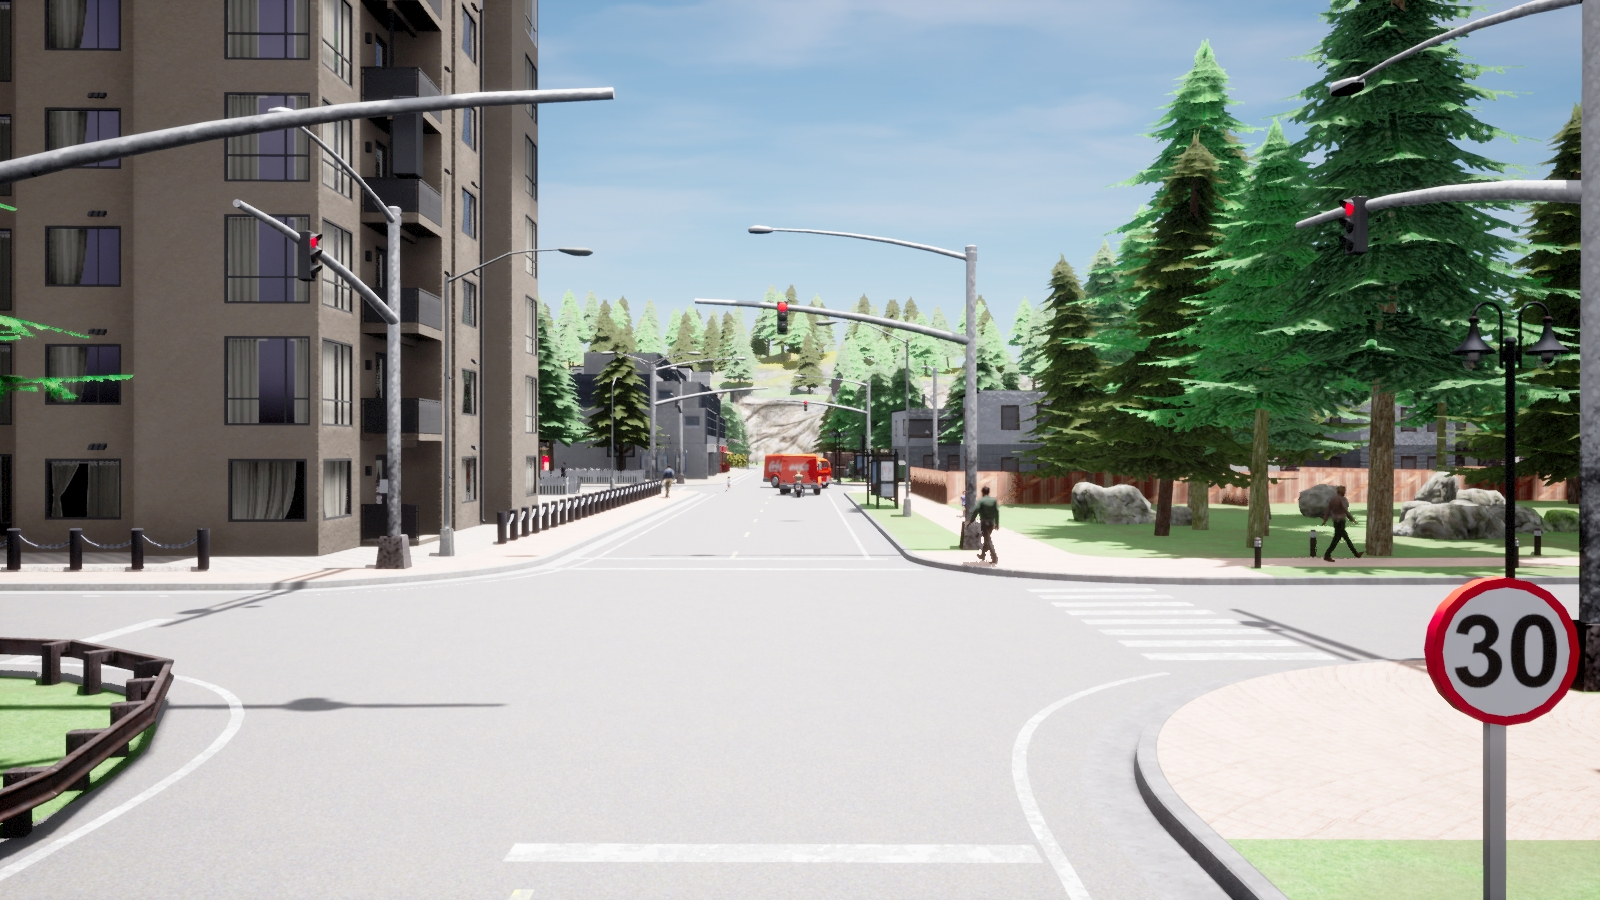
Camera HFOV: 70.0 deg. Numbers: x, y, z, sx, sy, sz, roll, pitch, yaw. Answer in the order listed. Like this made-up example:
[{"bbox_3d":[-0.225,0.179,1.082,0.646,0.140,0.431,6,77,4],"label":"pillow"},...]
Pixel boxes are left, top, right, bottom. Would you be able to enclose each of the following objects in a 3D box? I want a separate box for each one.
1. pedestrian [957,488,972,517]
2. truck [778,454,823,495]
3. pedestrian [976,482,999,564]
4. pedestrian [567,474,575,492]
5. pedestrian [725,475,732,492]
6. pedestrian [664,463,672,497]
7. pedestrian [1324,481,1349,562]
[{"bbox_3d":[6.321,2.032,43.999,0.500,1.100,0.500,0,0,-1],"label":"pedestrian"},{"bbox_3d":[0.071,1.506,71.518,2.627,2.467,5.204,0,0,3],"label":"truck"},{"bbox_3d":[4.289,1.661,26.131,0.375,1.860,0.375,0,0,-19],"label":"pedestrian"},{"bbox_3d":[-14.261,2.028,71.133,0.500,1.100,0.500,0,0,-12],"label":"pedestrian"},{"bbox_3d":[-4.684,2.168,74.808,0.500,1.100,0.500,0,0,-4],"label":"pedestrian"},{"bbox_3d":[-7.197,1.640,62.286,0.375,1.860,0.375,0,0,-4],"label":"pedestrian"},{"bbox_3d":[12.429,1.647,26.478,0.375,1.860,0.375,0,0,-7],"label":"pedestrian"}]
